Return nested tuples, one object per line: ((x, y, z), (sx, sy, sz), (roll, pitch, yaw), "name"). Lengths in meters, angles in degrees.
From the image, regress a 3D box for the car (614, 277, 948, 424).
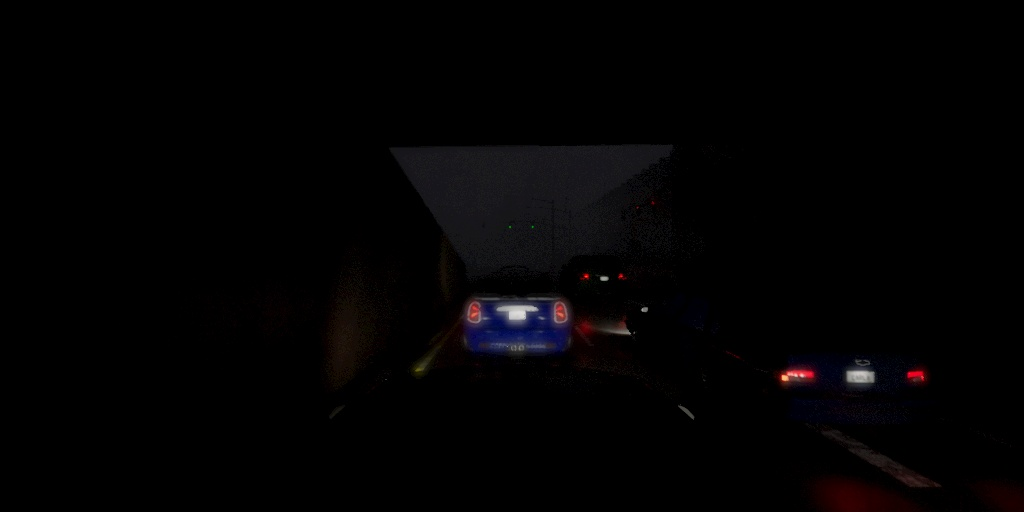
((3.611, 1.297, 6.214), (2.033, 1.411, 5.357), (0, 0, 0), "car")

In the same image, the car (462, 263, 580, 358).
((0.110, 1.101, 8.608), (2.097, 1.767, 4.553), (0, 0, 0), "car")

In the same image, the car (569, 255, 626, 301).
((3.646, 0.973, 16.816), (2.150, 2.045, 5.566), (0, 0, 0), "car")
